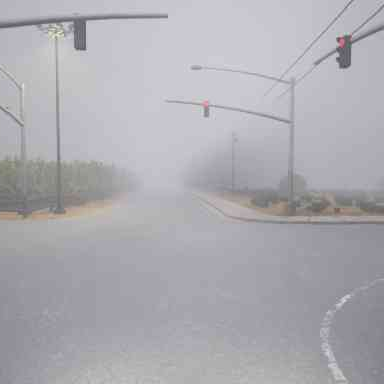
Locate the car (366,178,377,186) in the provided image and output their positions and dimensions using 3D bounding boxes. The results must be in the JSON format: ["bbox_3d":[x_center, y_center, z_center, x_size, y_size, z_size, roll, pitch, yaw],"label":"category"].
[{"bbox_3d":[42.112,-2.324,77.653,1.905,1.878,3.866,10,10,41],"label":"car"}]
